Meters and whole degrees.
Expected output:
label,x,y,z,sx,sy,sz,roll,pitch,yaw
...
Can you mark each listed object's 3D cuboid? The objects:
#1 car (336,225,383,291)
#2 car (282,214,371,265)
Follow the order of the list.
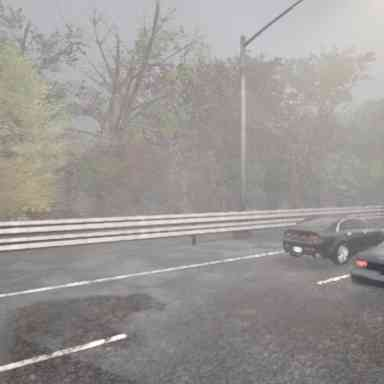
label,x,y,z,sx,sy,sz,roll,pitch,yaw
car,5.992,1.592,8.077,5.357,1.411,2.033,0,0,-36
car,5.299,1.568,11.896,4.892,1.490,1.837,0,0,-36
